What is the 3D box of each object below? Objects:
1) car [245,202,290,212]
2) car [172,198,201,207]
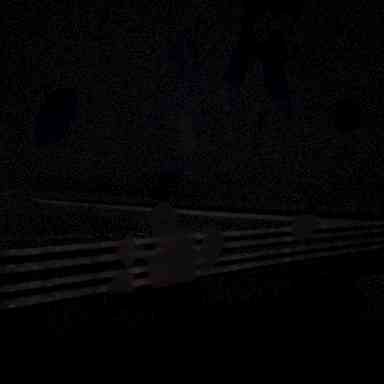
[{"bbox_3d":[9.405,1.949,41.321,5.357,1.411,2.033,2,-2,24],"label":"car"},{"bbox_3d":[-0.881,1.772,52.234,4.902,1.511,2.128,2,-2,36],"label":"car"}]
